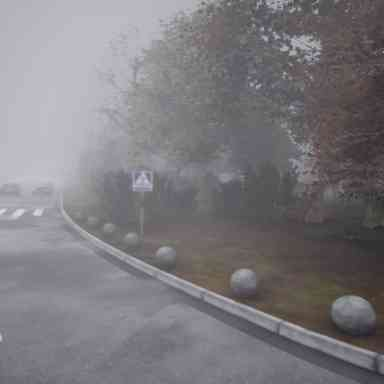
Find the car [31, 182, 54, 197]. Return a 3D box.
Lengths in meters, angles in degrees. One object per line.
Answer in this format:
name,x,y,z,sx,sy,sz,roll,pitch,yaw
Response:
car,-17.194,-0.273,38.105,1.812,1.442,4.674,1,3,-21

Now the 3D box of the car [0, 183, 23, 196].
car,-20.545,-0.337,37.778,1.994,1.385,4.181,1,3,-21

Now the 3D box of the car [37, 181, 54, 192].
car,-20.943,-0.785,47.612,1.994,1.385,4.181,1,3,-21
